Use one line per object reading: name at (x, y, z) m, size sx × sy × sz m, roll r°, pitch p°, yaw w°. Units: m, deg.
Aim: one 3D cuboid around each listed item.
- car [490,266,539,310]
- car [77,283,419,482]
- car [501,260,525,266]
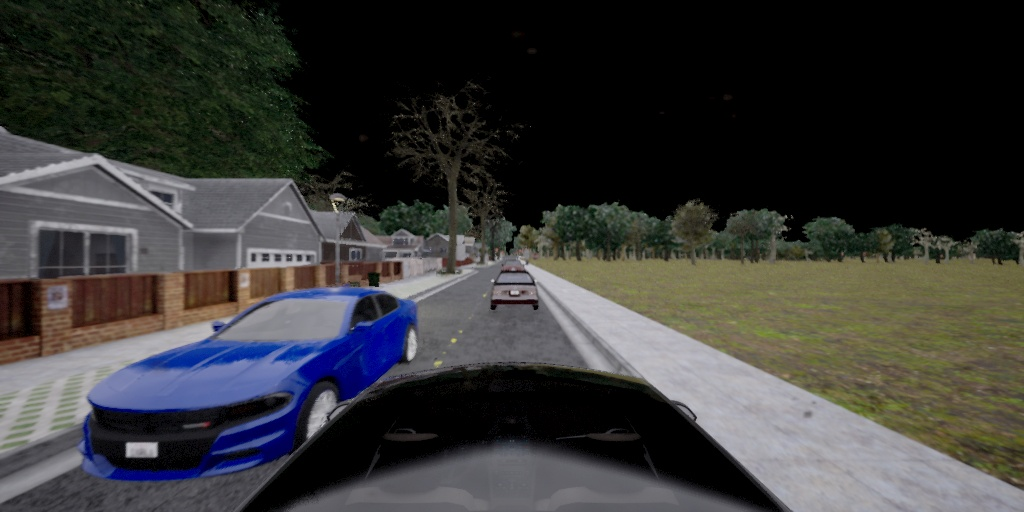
car at (0.101, 1.294, 14.700) m, size 2.033 × 1.411 × 5.357 m, roll 0°, pitch 0°, yaw 0°
car at (-2.808, 1.227, 5.239) m, size 1.882 × 1.535 × 5.008 m, roll 0°, pitch 0°, yaw 1°
car at (0.103, 1.093, 31.695) m, size 2.097 × 1.767 × 4.553 m, roll 0°, pitch 0°, yaw 0°
